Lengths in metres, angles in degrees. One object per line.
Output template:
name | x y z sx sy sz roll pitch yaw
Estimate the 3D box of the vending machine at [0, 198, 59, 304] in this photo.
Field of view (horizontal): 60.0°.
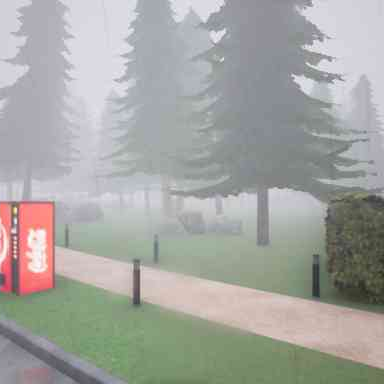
vending machine | -3.678 1.192 7.359 0.880 2.100 1.100 0 0 40
